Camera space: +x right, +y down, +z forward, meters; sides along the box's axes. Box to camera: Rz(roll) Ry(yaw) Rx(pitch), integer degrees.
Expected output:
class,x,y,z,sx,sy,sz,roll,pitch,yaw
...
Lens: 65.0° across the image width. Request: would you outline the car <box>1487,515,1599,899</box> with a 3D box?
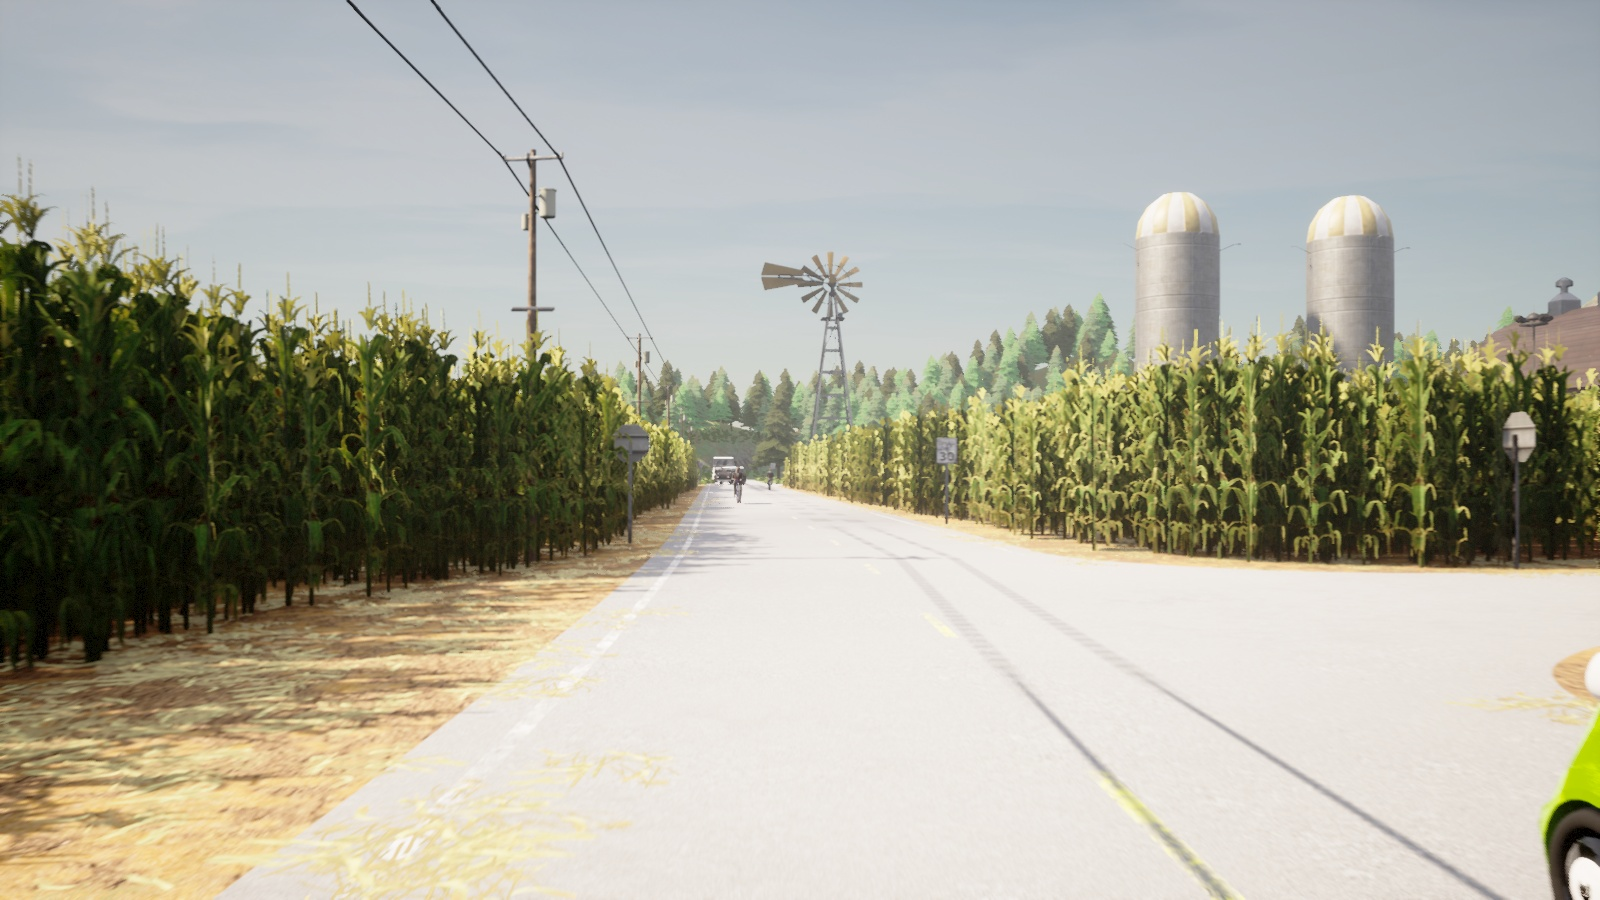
class,x,y,z,sx,sy,sz,roll,pitch,yaw
car,3.182,0.911,3.341,1.481,1.376,2.207,0,0,0
